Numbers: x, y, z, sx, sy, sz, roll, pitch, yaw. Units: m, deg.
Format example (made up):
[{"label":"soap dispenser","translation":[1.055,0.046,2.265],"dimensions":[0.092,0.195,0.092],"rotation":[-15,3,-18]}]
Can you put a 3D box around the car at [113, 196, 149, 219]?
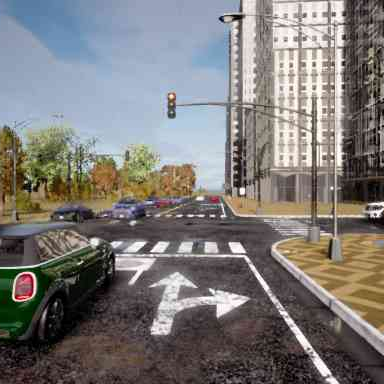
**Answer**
[{"label":"car","translation":[-5.366,1.325,28.411],"dimensions":[2.097,1.767,4.553],"rotation":[0,0,4]}]

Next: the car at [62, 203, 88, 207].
[{"label":"car","translation":[-8.876,1.551,24.885],"dimensions":[1.994,1.385,4.181],"rotation":[0,0,4]}]

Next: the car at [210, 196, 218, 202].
[{"label":"car","translation":[5.183,1.561,78.286],"dimensions":[1.994,1.385,4.181],"rotation":[0,0,5]}]

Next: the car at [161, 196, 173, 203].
[{"label":"car","translation":[-5.204,1.546,70.594],"dimensions":[1.994,1.385,4.181],"rotation":[0,0,5]}]

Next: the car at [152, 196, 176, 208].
[{"label":"car","translation":[-3.913,1.593,46.901],"dimensions":[1.895,1.301,4.718],"rotation":[0,0,5]}]

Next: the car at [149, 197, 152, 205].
[{"label":"car","translation":[-6.519,1.519,55.058],"dimensions":[1.812,1.442,4.674],"rotation":[0,0,5]}]

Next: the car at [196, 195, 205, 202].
[{"label":"car","translation":[1.982,1.532,79.024],"dimensions":[1.812,1.442,4.674],"rotation":[0,0,5]}]

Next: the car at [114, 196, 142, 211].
[{"label":"car","translation":[-7.684,1.342,40.420],"dimensions":[2.097,1.767,4.553],"rotation":[0,0,5]}]

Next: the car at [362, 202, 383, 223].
[{"label":"car","translation":[14.821,1.059,22.846],"dimensions":[5.566,2.045,2.150],"rotation":[0,0,5]}]

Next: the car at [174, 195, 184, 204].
[{"label":"car","translation":[-2.687,1.348,61.930],"dimensions":[2.097,1.767,4.553],"rotation":[0,0,5]}]

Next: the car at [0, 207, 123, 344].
[{"label":"car","translation":[-3.007,1.351,6.592],"dimensions":[2.097,1.767,4.553],"rotation":[0,0,1]}]
